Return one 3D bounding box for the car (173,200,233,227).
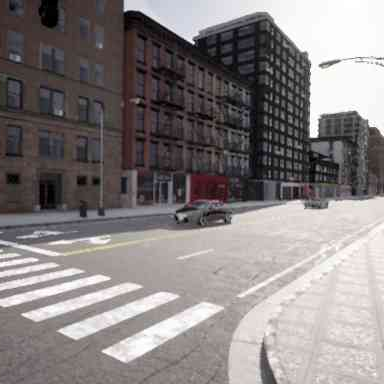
[{"bbox_3d":[0.821,1.235,20.738,2.128,1.511,4.902,2,1,36],"label":"car"}]

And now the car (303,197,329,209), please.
[{"bbox_3d":[15.059,1.329,40.385,1.895,1.301,4.718,2,1,36],"label":"car"}]
